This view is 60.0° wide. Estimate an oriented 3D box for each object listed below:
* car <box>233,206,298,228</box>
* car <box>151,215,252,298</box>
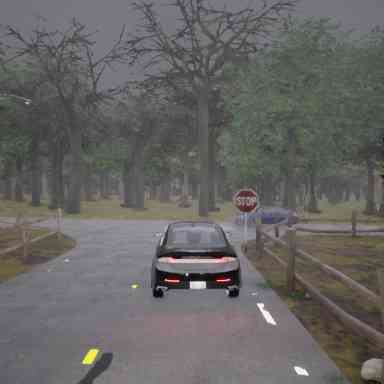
[{"bbox_3d":[4.975,1.676,22.824,4.674,1.442,1.812,2,0,-16],"label":"car"},{"bbox_3d":[0.035,1.492,8.520,2.128,1.511,4.902,0,0,-2],"label":"car"}]
